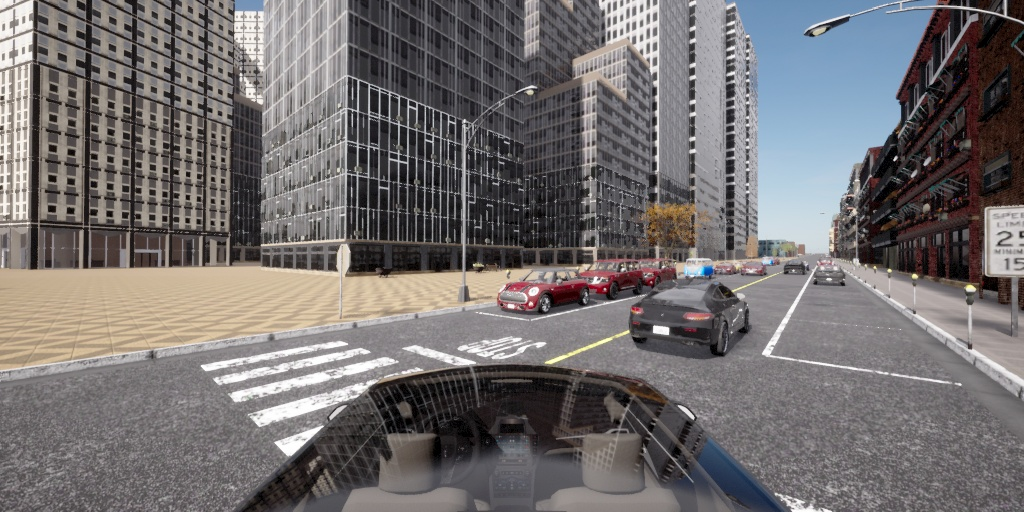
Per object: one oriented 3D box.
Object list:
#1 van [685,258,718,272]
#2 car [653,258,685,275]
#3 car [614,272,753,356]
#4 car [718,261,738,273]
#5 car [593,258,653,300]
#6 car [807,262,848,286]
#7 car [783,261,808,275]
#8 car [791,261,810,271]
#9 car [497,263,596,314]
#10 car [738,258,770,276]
[{"bbox_3d":[16.067,1.095,30.844,1.690,1.789,3.998,0,0,41],"label":"van"},{"bbox_3d":[8.670,1.070,22.311,2.192,1.841,5.009,0,0,41],"label":"car"},{"bbox_3d":[4.405,1.278,8.705,1.812,1.442,4.674,0,0,41],"label":"car"},{"bbox_3d":[23.465,1.331,39.377,1.802,1.307,4.207,0,0,41],"label":"car"},{"bbox_3d":[4.971,1.069,18.044,2.192,1.841,5.009,0,0,41],"label":"car"},{"bbox_3d":[22.413,1.304,25.369,2.007,1.370,4.403,0,0,41],"label":"car"},{"bbox_3d":[31.163,1.250,39.437,1.837,1.490,4.892,0,0,41],"label":"car"},{"bbox_3d":[39.299,1.333,48.826,1.895,1.301,4.718,0,0,41],"label":"car"},{"bbox_3d":[1.273,1.193,13.778,1.967,1.591,4.097,0,0,41],"label":"car"},{"bbox_3d":[25.196,1.275,37.269,1.812,1.442,4.674,0,0,41],"label":"car"}]
